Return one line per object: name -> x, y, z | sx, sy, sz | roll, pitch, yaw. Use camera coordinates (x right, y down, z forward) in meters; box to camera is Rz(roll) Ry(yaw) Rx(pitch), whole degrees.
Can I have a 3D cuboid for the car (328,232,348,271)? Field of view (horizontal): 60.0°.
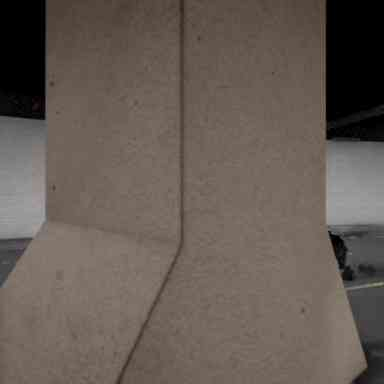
car -> 1.706, 1.508, 8.463 | 4.892, 1.490, 1.837 | 0, -1, -24
